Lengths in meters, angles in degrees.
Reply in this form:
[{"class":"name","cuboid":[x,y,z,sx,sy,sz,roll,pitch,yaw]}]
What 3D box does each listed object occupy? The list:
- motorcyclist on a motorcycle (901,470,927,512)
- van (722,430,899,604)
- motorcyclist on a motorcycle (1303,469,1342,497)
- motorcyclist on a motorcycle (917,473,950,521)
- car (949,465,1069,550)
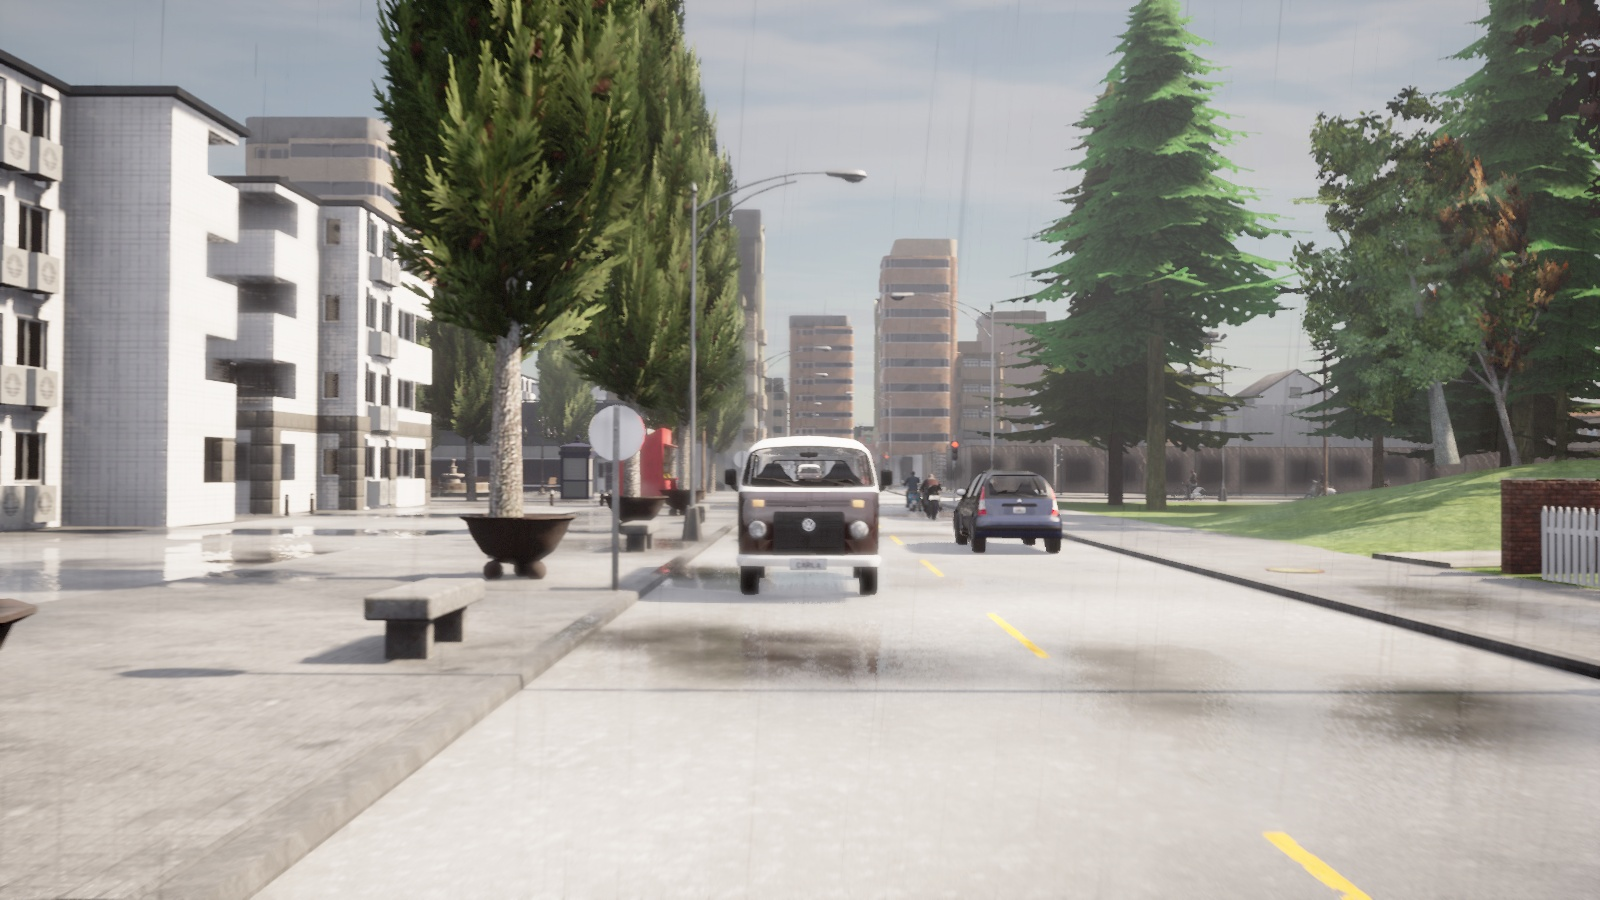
[{"class":"motorcyclist on a motorcycle","cuboid":[4.416,1.568,48.602,0.866,1.590,1.817,0,-1,1]},{"class":"van","cuboid":[0.140,0.822,16.973,2.069,2.038,4.480,0,-1,1]},{"class":"motorcyclist on a motorcycle","cuboid":[29.734,1.867,71.451,1.817,1.590,0.866,0,-1,0]},{"class":"motorcyclist on a motorcycle","cuboid":[4.373,1.529,41.417,0.866,1.530,2.191,0,-1,0]},{"class":"car","cuboid":[4.227,1.134,25.969,1.851,1.617,3.988,0,-1,1]}]
